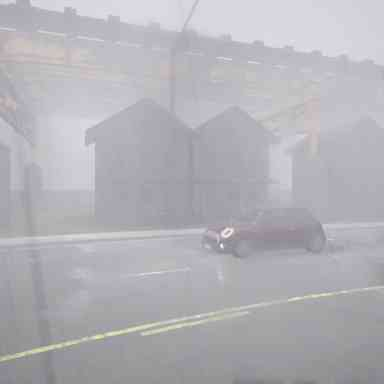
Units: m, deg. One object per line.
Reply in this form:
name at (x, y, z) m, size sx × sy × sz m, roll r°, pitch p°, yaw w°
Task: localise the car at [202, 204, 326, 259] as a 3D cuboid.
car at (2.671, 1.352, 12.509) m, size 4.553 × 1.767 × 2.097 m, roll 0°, pitch 0°, yaw -20°
